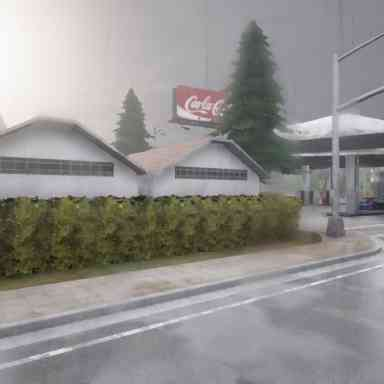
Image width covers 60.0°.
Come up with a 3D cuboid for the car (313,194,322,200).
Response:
[{"bbox_3d":[32.997,1.330,89.503,2.152,1.636,5.027,0,0,-36],"label":"car"}]

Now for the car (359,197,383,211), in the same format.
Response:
[{"bbox_3d":[21.881,1.480,40.020,4.611,1.667,2.242,0,0,-36],"label":"car"}]
